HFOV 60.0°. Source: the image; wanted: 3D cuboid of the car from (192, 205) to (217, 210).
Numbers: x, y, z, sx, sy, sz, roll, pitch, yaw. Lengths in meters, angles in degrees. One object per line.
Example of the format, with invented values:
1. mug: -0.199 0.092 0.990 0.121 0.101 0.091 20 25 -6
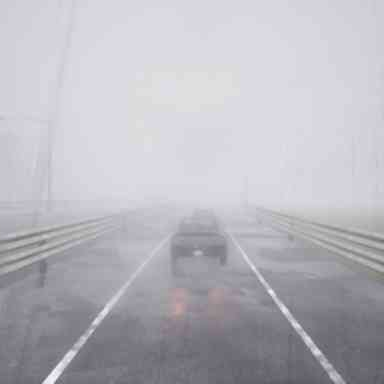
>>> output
1. car: 1.021 1.789 27.216 2.128 1.511 4.902 0 -1 4

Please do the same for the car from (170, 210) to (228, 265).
1. car: 0.286 1.627 12.289 2.128 1.511 4.902 0 -1 2
